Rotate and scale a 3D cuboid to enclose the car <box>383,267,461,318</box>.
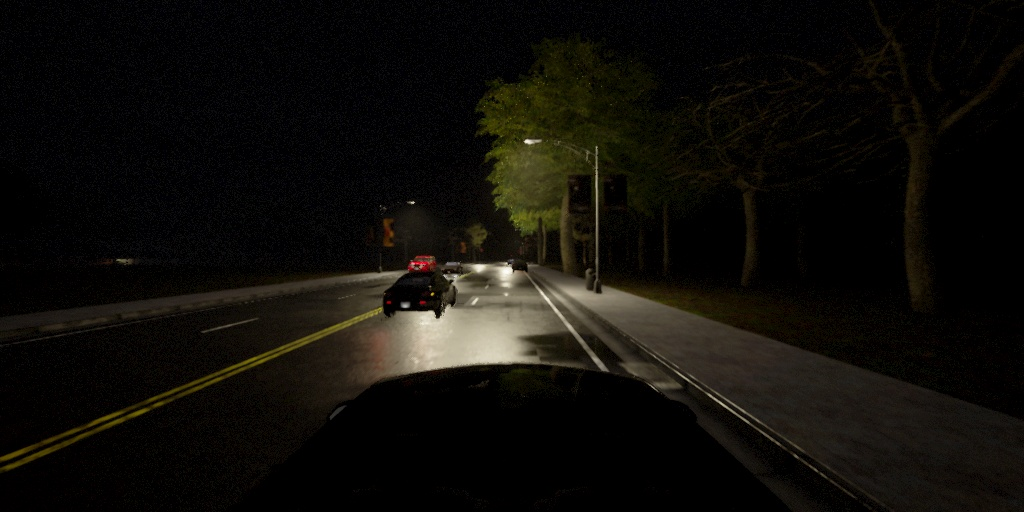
[{"bbox_3d":[-3.165,1.278,12.932,1.812,1.442,4.674,0,0,0],"label":"car"}]

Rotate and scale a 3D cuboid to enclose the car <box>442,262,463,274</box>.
[{"bbox_3d":[-6.598,1.331,40.149,2.033,1.411,5.357,0,0,0],"label":"car"}]

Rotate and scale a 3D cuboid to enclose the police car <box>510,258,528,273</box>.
[{"bbox_3d":[0.970,1.220,44.063,1.930,1.638,5.238,0,0,0],"label":"police car"}]

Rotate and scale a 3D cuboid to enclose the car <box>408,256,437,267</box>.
[{"bbox_3d":[-9.847,1.005,39.868,2.150,2.045,5.566,0,0,0],"label":"car"}]
